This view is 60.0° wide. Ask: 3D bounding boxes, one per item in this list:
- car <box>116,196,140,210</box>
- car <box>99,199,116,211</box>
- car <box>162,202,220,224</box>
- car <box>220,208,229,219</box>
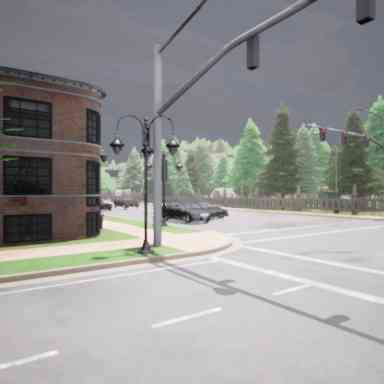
[{"bbox_3d":[-8.351,1.282,41.984,1.882,1.535,5.008,0,0,-35],"label":"car"},{"bbox_3d":[-11.197,1.607,39.947,1.895,1.301,4.718,0,0,-35],"label":"car"},{"bbox_3d":[-0.512,1.490,24.582,2.128,1.511,4.902,0,0,-35],"label":"car"},{"bbox_3d":[0.840,1.545,28.745,2.033,1.411,5.357,0,0,-35],"label":"car"}]
